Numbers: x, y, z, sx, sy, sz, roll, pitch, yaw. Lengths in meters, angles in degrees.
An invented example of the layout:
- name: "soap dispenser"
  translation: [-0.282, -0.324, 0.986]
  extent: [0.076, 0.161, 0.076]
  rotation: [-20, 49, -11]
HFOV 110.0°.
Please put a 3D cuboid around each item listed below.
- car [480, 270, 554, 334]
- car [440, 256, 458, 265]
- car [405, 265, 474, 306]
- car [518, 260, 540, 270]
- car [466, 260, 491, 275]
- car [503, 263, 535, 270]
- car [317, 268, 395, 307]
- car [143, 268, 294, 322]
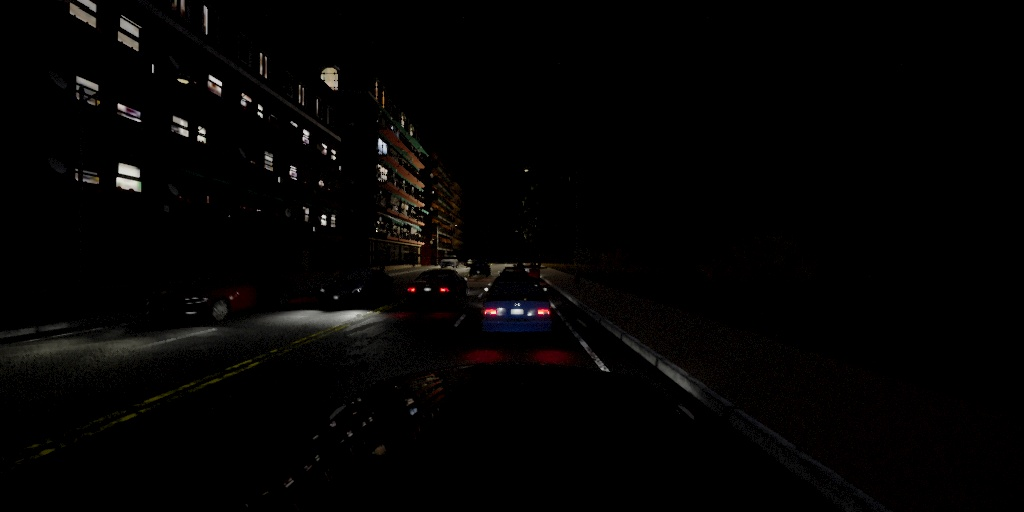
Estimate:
- name: "car"
  translation: [0.112, 1.299, 10.565]
  extent: [2.033, 1.411, 5.357]
  rotation: [0, 0, 0]
- name: "car"
  translation: [-9.768, 0.972, 55.963]
  extent: [2.150, 2.045, 5.566]
  rotation: [0, 0, 0]
- name: "car"
  translation: [-3.133, 1.299, 15.822]
  extent: [2.033, 1.411, 5.357]
  rotation: [0, 0, 0]
- name: "car"
  translation: [1.173, 1.104, 29.833]
  extent: [2.097, 1.767, 4.553]
  rotation: [0, 0, 0]
- name: "car"
  translation: [-3.108, 1.279, 35.381]
  extent: [1.812, 1.442, 4.674]
  rotation: [0, 0, 0]
- name: "car"
  translation: [0.118, 1.317, 20.898]
  extent: [1.994, 1.385, 4.181]
  rotation: [0, 0, 1]
- name: "car"
  translation: [-6.584, 1.278, 15.741]
  extent: [1.812, 1.442, 4.674]
  rotation: [0, 0, 0]
- name: "car"
  translation: [-9.837, 1.229, 12.572]
  extent: [1.882, 1.535, 5.008]
  rotation: [0, 0, 0]
